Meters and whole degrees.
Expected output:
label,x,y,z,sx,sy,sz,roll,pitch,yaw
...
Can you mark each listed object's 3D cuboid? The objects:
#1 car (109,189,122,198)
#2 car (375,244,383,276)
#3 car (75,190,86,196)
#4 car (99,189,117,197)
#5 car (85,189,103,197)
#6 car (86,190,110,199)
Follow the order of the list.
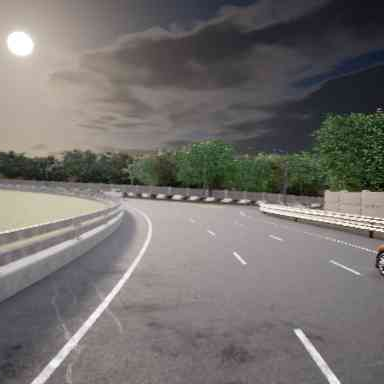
label,x,y,z,sx,sy,sz,roll,pitch,yaw
car,-16.388,0.377,69.297,2.150,2.045,5.566,3,0,-36
car,6.989,1.782,8.833,2.097,1.767,4.553,3,0,-1
car,-25.419,0.175,75.032,1.895,1.301,4.718,4,0,-44
car,-20.127,0.251,79.625,2.097,1.767,4.553,4,0,-44
car,-22.775,0.238,77.329,1.837,1.490,4.892,4,0,-44
car,-18.893,0.544,66.768,2.033,1.411,5.357,3,0,-36
